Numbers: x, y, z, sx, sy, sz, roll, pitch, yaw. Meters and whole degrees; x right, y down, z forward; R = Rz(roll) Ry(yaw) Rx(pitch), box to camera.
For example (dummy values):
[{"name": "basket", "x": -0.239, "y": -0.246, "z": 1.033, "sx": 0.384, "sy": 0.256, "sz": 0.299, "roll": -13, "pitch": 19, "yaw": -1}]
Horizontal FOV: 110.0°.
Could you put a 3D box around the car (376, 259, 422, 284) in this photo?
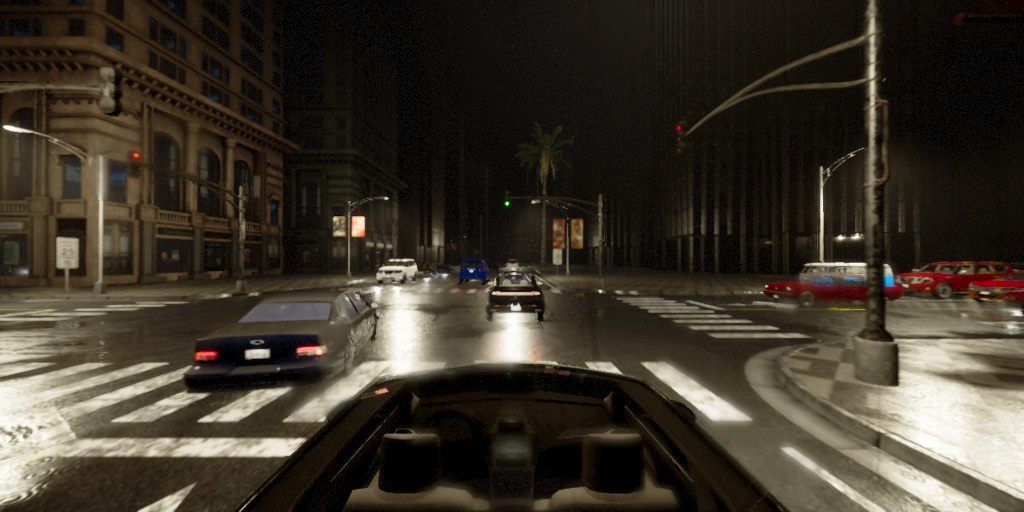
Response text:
[{"name": "car", "x": -9.792, "y": 1.279, "z": 31.100, "sx": 2.150, "sy": 2.045, "sz": 5.566, "roll": 0, "pitch": -1, "yaw": 0}]

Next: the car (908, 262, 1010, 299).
[{"name": "car", "x": 22.773, "y": 1.215, "z": 18.481, "sx": 5.009, "sy": 1.841, "sz": 2.192, "roll": 0, "pitch": 0, "yaw": 0}]

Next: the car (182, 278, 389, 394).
[{"name": "car", "x": -3.898, "y": 1.354, "z": 7.144, "sx": 2.033, "sy": 1.411, "sz": 5.357, "roll": 0, "pitch": -1, "yaw": -13}]

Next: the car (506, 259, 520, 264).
[{"name": "car", "x": 0.109, "y": 1.599, "z": 61.048, "sx": 2.150, "sy": 2.045, "sz": 5.566, "roll": 0, "pitch": 0, "yaw": 0}]

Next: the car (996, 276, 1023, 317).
[{"name": "car", "x": 17.084, "y": 1.388, "z": 9.964, "sx": 4.403, "sy": 1.370, "sz": 2.007, "roll": 0, "pitch": 0, "yaw": 0}]

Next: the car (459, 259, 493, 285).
[{"name": "car", "x": -3.100, "y": 1.270, "z": 30.148, "sx": 2.150, "sy": 2.045, "sz": 5.566, "roll": 0, "pitch": -1, "yaw": 0}]

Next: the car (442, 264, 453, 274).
[{"name": "car", "x": -9.662, "y": 1.831, "z": 50.947, "sx": 1.994, "sy": 1.385, "sz": 4.181, "roll": 0, "pitch": -1, "yaw": 0}]

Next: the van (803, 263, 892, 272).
[{"name": "van", "x": 17.095, "y": 1.243, "z": 18.489, "sx": 3.998, "sy": 1.789, "sz": 1.690, "roll": 0, "pitch": 0, "yaw": 0}]

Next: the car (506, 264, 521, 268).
[{"name": "car", "x": 0.159, "y": 1.694, "z": 34.343, "sx": 1.895, "sy": 1.301, "sz": 4.718, "roll": 0, "pitch": -1, "yaw": 0}]

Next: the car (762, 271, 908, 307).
[{"name": "car", "x": 13.919, "y": 1.485, "z": 15.837, "sx": 4.718, "sy": 1.301, "sz": 1.895, "roll": 0, "pitch": 0, "yaw": 3}]

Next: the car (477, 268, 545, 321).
[{"name": "car", "x": 0.119, "y": 1.361, "z": 13.053, "sx": 2.128, "sy": 1.511, "sz": 4.902, "roll": 0, "pitch": -1, "yaw": 0}]

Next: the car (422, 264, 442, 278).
[{"name": "car", "x": -9.757, "y": 1.667, "z": 41.023, "sx": 1.837, "sy": 1.490, "sz": 4.892, "roll": 0, "pitch": -1, "yaw": 0}]

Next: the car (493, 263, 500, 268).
[{"name": "car", "x": -3.146, "y": 1.869, "z": 59.983, "sx": 1.837, "sy": 1.490, "sz": 4.892, "roll": 0, "pitch": -1, "yaw": 0}]

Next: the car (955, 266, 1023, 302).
[{"name": "car", "x": 23.361, "y": 1.357, "z": 15.822, "sx": 5.008, "sy": 1.535, "sz": 1.882, "roll": 0, "pitch": 0, "yaw": 0}]
